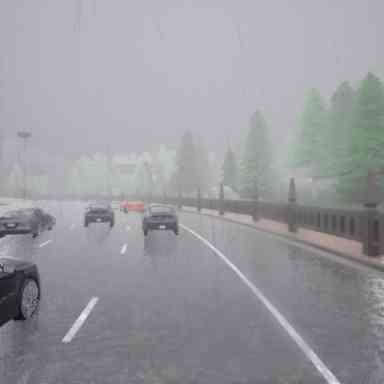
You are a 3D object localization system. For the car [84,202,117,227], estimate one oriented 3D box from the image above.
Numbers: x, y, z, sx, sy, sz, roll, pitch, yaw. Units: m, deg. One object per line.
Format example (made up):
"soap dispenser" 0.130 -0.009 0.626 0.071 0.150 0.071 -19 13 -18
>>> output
"car" -6.344 1.489 23.041 1.837 1.490 4.892 0 0 -13

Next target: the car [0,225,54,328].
"car" -3.684 1.498 4.332 2.128 1.511 4.902 0 0 -2

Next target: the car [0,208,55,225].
"car" -8.713 1.549 17.634 2.033 1.411 5.357 0 0 -11

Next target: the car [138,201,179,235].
"car" -1.904 1.480 18.853 1.837 1.490 4.892 0 0 -10

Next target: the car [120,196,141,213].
"car" -6.536 1.315 35.908 2.097 1.767 4.553 0 0 -19
